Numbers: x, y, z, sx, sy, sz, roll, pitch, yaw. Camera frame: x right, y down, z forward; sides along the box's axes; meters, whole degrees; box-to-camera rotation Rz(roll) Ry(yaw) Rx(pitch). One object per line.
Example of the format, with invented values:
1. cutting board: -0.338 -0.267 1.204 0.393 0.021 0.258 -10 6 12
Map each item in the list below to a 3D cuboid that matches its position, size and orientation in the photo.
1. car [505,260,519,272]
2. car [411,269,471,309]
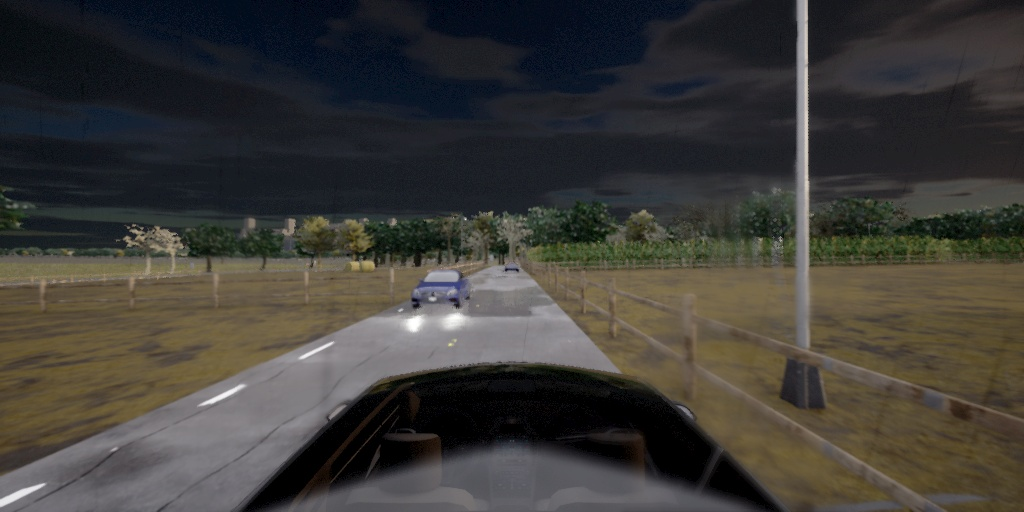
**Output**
1. car: -0.011 1.465 49.202 1.994 1.385 4.181 0 0 0
2. car: -2.815 1.289 15.099 1.812 1.442 4.674 0 0 0
